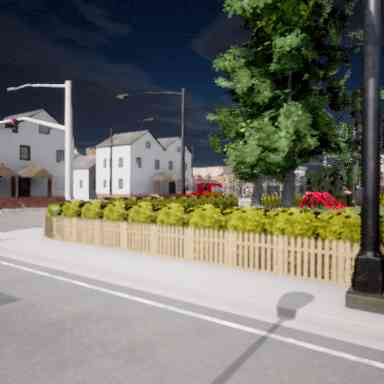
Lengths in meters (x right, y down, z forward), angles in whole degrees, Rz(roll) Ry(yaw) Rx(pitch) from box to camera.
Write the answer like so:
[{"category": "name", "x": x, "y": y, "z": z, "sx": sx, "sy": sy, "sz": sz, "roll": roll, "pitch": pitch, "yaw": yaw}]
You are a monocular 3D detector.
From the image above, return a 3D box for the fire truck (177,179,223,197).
[{"category": "fire truck", "x": 1.299, "y": 0.098, "z": 49.447, "sx": 2.891, "sy": 3.827, "sz": 8.468, "roll": 1, "pitch": 0, "yaw": 35}]
